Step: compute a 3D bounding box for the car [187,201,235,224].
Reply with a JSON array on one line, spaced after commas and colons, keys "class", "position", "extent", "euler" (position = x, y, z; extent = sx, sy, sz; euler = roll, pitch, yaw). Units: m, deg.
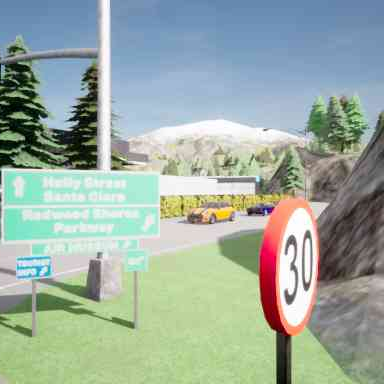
[{"class": "car", "position": [1.584, 1.544, 26.704], "extent": [2.097, 1.767, 4.553], "euler": [0, 0, 36]}]

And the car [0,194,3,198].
[{"class": "car", "position": [-38.661, 1.489, 69.944], "extent": [4.514, 1.523, 2.007], "euler": [0, 0, 35]}]

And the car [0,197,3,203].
[{"class": "car", "position": [-12.400, 1.505, 26.036], "extent": [1.905, 1.878, 3.866], "euler": [0, 0, 35]}]

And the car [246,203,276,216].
[{"class": "car", "position": [7.486, 1.792, 34.833], "extent": [1.895, 1.301, 4.718], "euler": [0, 0, 36]}]
